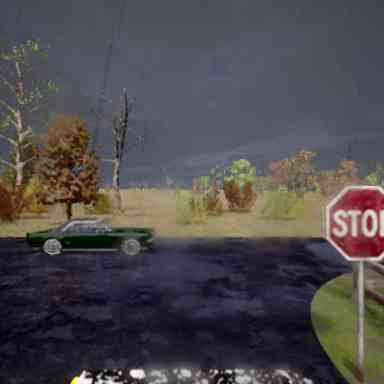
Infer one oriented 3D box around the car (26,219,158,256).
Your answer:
[{"bbox_3d":[-3.727,1.702,13.013,4.718,1.301,1.895,0,0,1],"label":"car"}]
